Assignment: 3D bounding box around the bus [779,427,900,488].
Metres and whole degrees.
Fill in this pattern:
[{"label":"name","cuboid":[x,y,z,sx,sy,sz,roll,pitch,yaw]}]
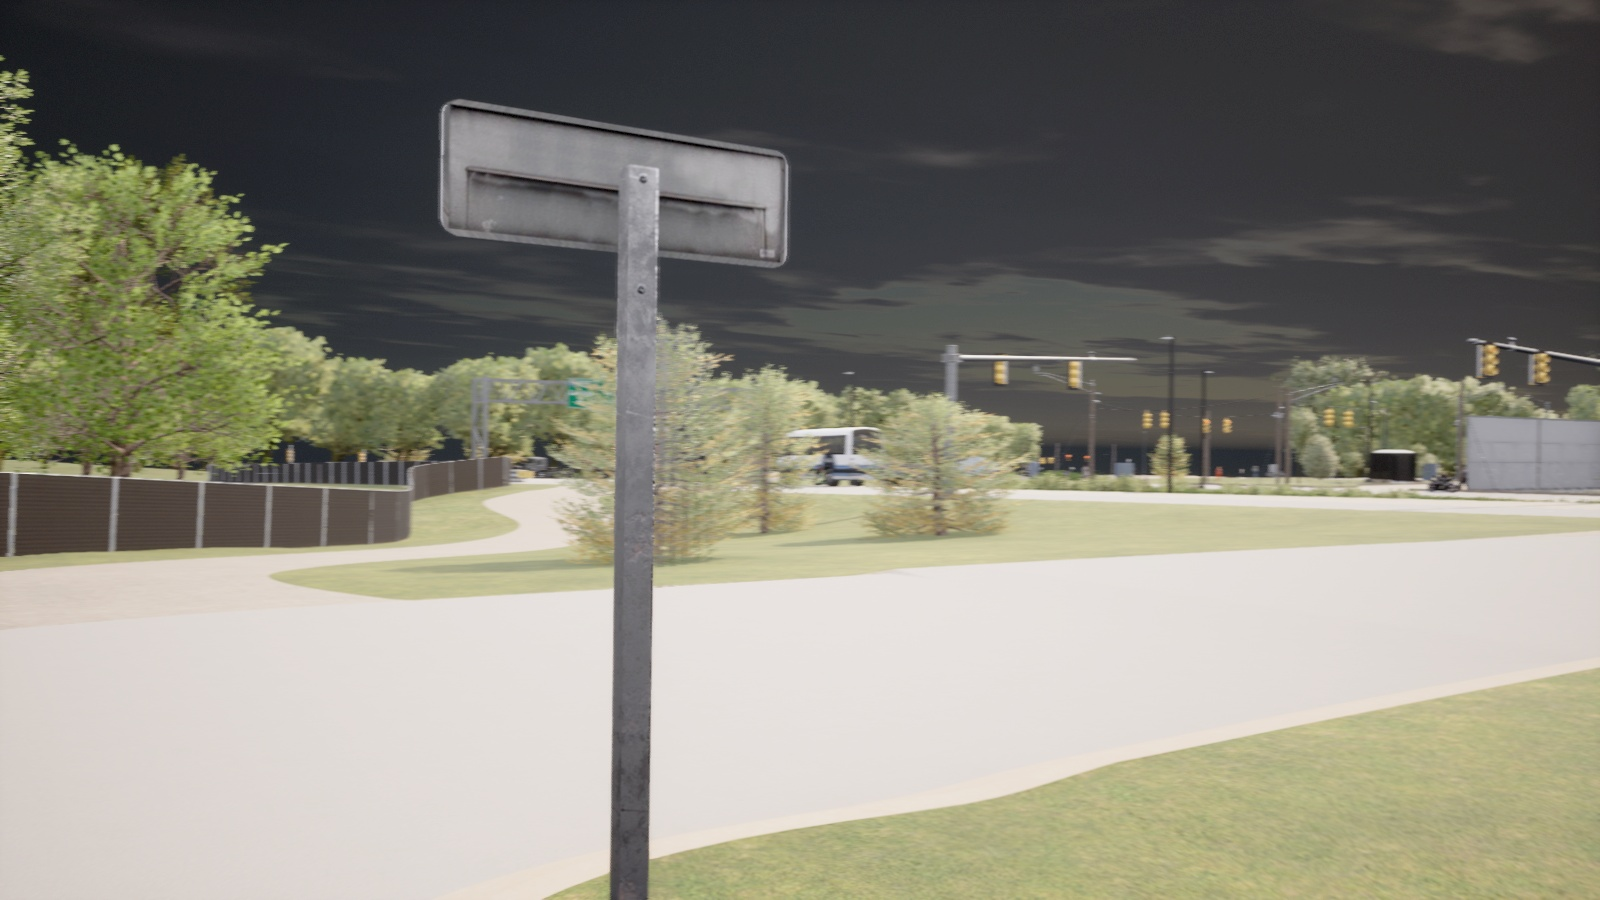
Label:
[{"label":"bus","cuboid":[2.772,0.595,93.690,3.944,4.253,10.273,1,-1,-32]}]
